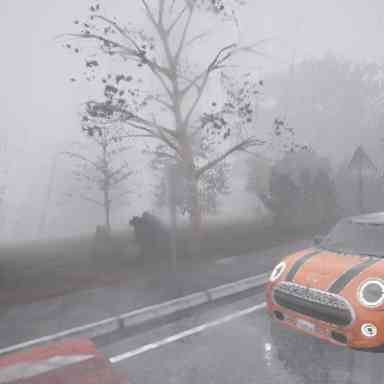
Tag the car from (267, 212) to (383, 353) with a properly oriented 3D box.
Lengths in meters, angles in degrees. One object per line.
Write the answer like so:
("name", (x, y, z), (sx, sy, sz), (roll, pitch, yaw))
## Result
("car", (3.462, 1.229, 6.111), (4.553, 1.767, 2.097), (-4, 2, -35))
